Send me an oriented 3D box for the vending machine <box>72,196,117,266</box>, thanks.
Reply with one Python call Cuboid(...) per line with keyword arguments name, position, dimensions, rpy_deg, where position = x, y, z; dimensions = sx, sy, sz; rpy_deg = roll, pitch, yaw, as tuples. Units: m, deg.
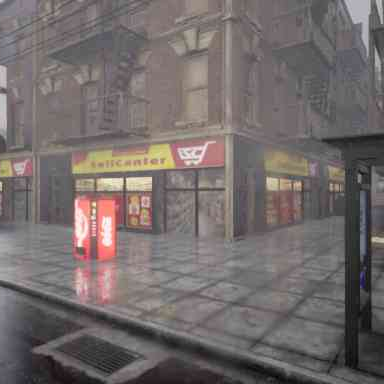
Cuboid(name="vending machine", position=(-3.141, 1.195, 10.808), dimensions=(0.880, 2.100, 1.100), rpy_deg=(0, 0, 34))
